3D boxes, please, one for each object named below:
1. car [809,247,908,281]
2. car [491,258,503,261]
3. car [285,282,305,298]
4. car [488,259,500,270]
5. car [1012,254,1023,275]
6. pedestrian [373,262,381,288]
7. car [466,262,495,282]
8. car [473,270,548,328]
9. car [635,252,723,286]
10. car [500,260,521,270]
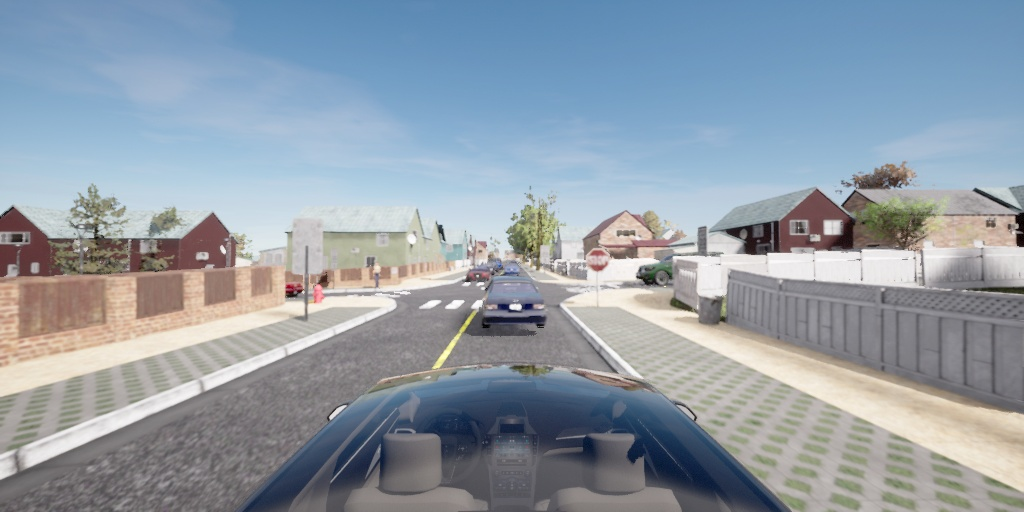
[{"bbox_3d":[22.002,0.490,22.945,5.566,2.045,2.150,-2,-1,0],"label":"car"},{"bbox_3d":[-2.797,1.295,60.849,2.150,2.045,5.566,0,0,0],"label":"car"},{"bbox_3d":[-14.112,1.772,19.757,4.718,1.301,1.895,-2,-1,0],"label":"car"},{"bbox_3d":[-2.831,1.457,40.275,2.128,1.511,4.902,0,0,0],"label":"car"},{"bbox_3d":[34.996,0.146,23.010,5.566,2.045,2.150,-1,-2,0],"label":"car"},{"bbox_3d":[-9.683,1.345,25.674,0.375,1.860,0.375,0,0,0],"label":"pedestrian"},{"bbox_3d":[-2.839,1.480,31.308,1.994,1.385,4.181,0,0,0],"label":"car"},{"bbox_3d":[-0.038,1.355,11.642,2.033,1.411,5.357,0,0,-3],"label":"car"},{"bbox_3d":[10.812,0.791,22.868,5.566,2.045,2.150,-2,-1,-1],"label":"car"},{"bbox_3d":[0.040,1.514,40.437,2.033,1.411,5.357,0,0,1],"label":"car"}]
